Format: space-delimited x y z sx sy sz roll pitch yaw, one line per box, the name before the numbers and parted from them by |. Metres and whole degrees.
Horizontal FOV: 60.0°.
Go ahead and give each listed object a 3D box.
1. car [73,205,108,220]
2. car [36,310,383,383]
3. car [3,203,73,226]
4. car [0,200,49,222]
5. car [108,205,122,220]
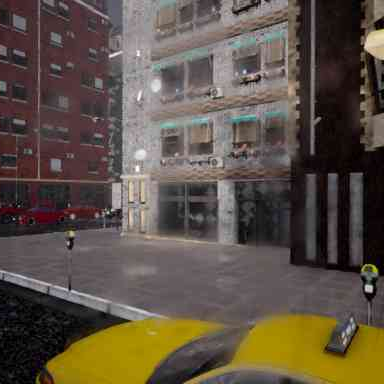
car | -10.813 1.923 32.266 1.887 1.381 4.507 -1 -2 35
car | 0.771 1.525 2.326 4.829 1.417 1.752 0 0 36
car | -11.964 1.851 26.152 1.994 1.385 4.181 0 -1 35
car | -14.111 1.591 27.628 2.192 1.841 5.009 -1 -2 35
car | -6.407 1.682 33.972 2.150 2.045 5.566 0 -1 35
